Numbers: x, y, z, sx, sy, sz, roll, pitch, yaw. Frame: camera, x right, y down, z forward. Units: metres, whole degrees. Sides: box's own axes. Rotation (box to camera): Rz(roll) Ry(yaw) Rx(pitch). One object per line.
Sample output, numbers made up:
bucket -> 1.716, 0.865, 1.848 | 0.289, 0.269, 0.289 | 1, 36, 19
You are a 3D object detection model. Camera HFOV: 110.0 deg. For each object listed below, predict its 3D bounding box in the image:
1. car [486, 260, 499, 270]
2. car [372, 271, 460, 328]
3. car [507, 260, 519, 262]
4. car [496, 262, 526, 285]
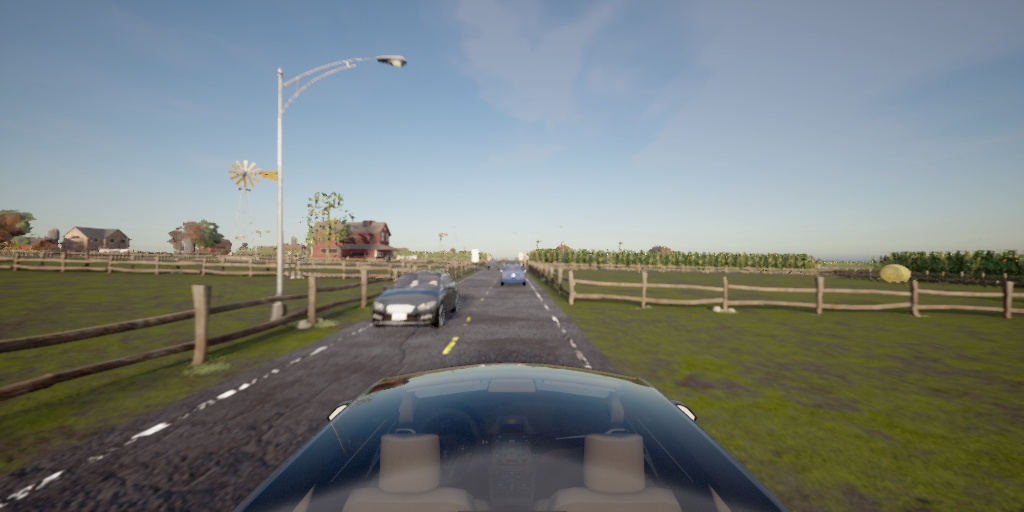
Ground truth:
car -> -2.760, 1.243, 53.488 | 2.033, 1.411, 5.357 | 0, 0, 0
car -> -2.850, 1.265, 11.515 | 2.128, 1.511, 4.902 | 0, 0, 0
car -> 0.088, 1.206, 40.147 | 2.097, 1.767, 4.553 | 0, 0, 0
car -> 0.093, 1.362, 26.565 | 2.033, 1.411, 5.357 | 0, 0, 0
